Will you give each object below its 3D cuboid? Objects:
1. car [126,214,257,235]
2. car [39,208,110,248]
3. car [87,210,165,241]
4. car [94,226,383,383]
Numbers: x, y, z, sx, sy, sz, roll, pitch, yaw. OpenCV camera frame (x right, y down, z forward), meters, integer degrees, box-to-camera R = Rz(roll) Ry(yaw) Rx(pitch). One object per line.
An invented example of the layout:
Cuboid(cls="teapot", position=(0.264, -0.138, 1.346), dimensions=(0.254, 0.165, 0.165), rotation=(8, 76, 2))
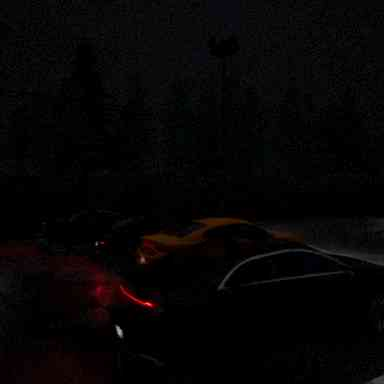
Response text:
Cuboid(cls="car", position=(0.978, 1.444, 9.128), dimensions=(5.008, 1.535, 1.882), rotation=(0, 0, -29))
Cuboid(cls="car", position=(-3.912, 1.449, 14.411), dimensions=(4.902, 1.511, 2.128), rotation=(0, 0, -29))
Cuboid(cls="car", position=(-1.108, 1.486, 11.985), dimensions=(4.674, 1.442, 1.812), rotation=(0, 0, -29))
Cuboid(cls="car", position=(1.219, 1.471, 5.249), dimensions=(4.902, 1.511, 2.128), rotation=(0, 0, -29))
